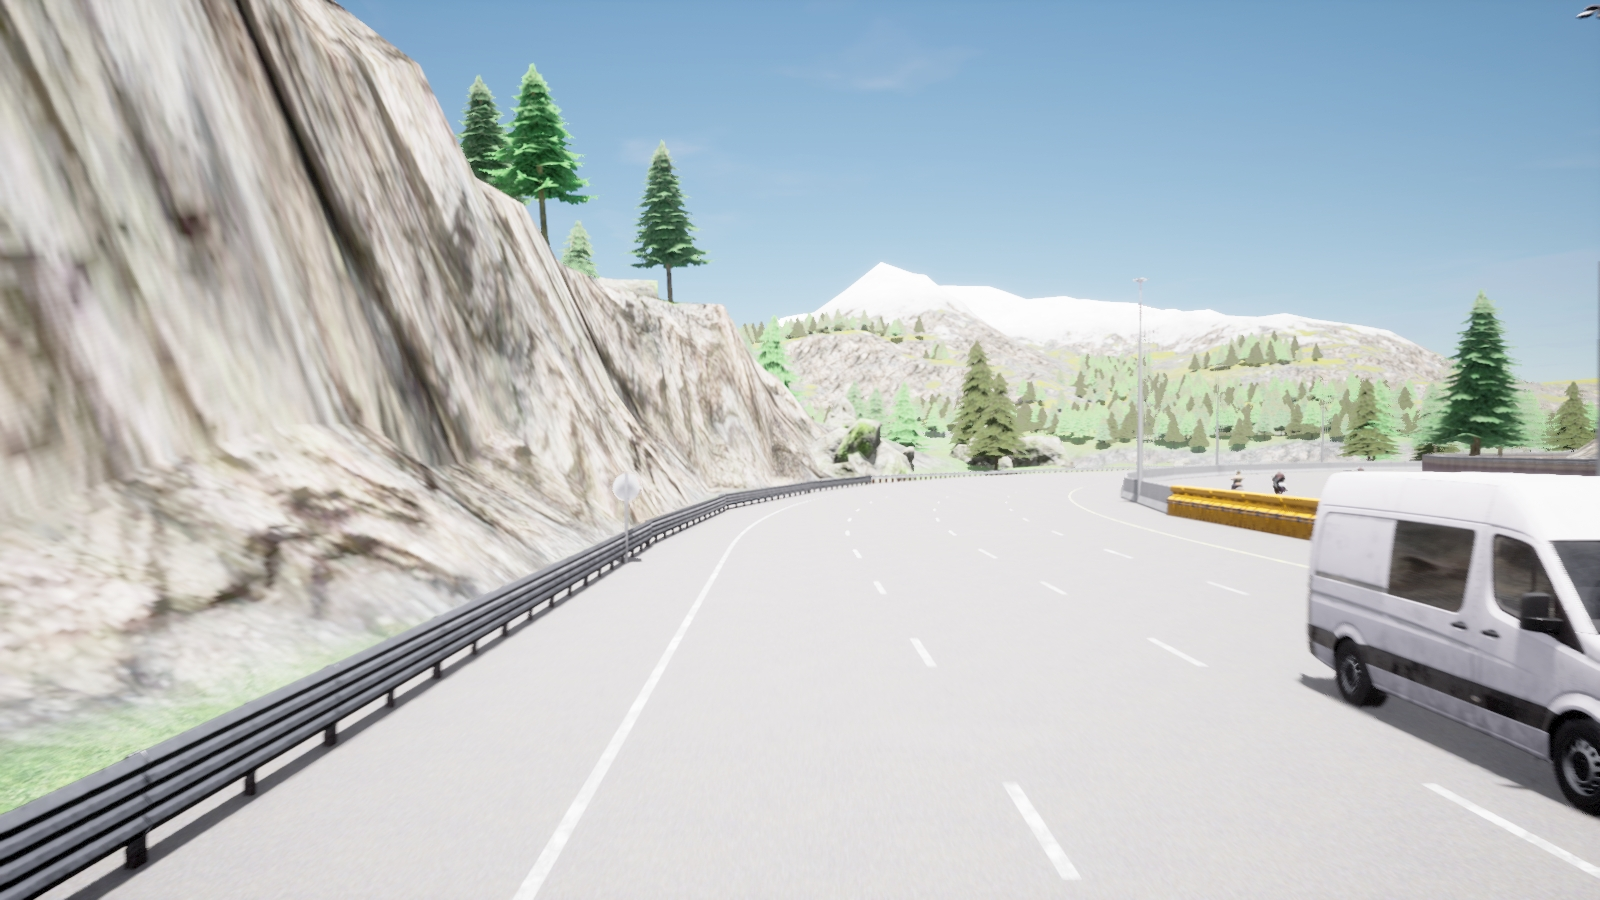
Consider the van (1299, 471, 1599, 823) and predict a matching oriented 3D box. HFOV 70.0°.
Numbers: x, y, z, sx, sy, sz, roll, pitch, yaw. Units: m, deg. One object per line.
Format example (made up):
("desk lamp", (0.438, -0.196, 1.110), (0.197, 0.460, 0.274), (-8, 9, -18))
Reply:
("van", (6.991, 1.527, 10.741), (1.988, 2.561, 5.915), (0, 0, 0))
